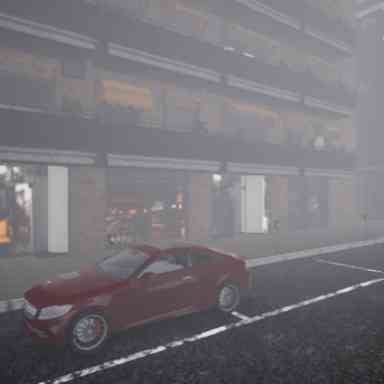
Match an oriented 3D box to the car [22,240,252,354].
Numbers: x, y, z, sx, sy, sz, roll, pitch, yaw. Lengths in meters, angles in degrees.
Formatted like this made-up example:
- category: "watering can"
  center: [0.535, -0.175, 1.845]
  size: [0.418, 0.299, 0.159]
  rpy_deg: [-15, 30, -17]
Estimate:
- category: "car"
  center: [-0.729, 1.581, 6.038]
  size: [4.206, 1.307, 1.802]
  rpy_deg: [0, 0, -35]
